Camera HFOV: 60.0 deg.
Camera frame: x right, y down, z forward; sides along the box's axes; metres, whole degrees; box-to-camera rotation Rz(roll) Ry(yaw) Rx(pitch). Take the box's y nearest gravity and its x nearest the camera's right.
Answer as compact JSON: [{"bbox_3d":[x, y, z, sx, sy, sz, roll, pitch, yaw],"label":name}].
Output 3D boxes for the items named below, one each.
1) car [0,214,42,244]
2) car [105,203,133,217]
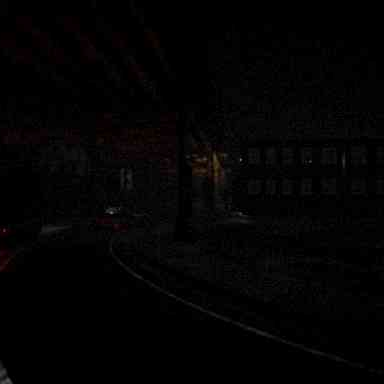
[{"bbox_3d":[-9.019,1.723,16.522,1.895,1.301,4.718,1,-1,-8],"label":"car"},{"bbox_3d":[-7.673,1.866,35.202,1.812,1.442,4.674,0,-1,7],"label":"car"}]
